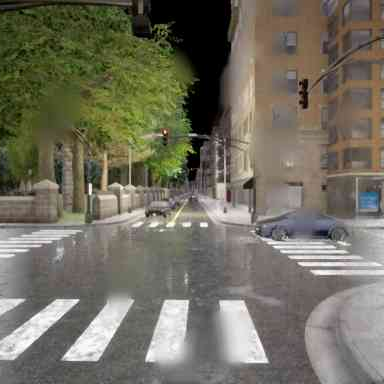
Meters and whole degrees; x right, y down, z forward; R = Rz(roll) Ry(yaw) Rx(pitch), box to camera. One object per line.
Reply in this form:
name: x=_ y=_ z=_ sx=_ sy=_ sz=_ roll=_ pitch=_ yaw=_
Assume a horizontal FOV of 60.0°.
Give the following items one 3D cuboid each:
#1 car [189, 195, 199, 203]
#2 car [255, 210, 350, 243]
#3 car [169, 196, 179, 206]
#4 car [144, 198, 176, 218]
car: x=0.267 y=1.424 z=69.174 sx=1.812 sy=1.442 sz=4.674 roll=0 pitch=0 yaw=0
car: x=5.120 y=1.570 z=15.735 sx=4.181 sy=1.385 sz=1.994 roll=0 pitch=0 yaw=1
car: x=-2.997 y=1.462 z=40.779 sx=1.837 sy=1.490 sz=4.892 roll=0 pitch=0 yaw=0
car: x=-2.998 y=1.525 z=30.708 sx=2.033 sy=1.411 sz=5.357 roll=0 pitch=0 yaw=4
